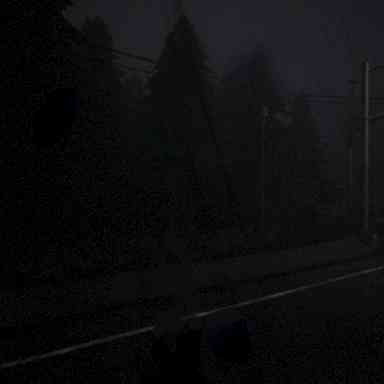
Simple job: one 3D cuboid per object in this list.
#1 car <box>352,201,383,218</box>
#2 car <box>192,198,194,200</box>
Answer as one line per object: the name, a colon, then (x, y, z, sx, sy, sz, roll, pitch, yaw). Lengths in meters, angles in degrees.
car: (17.573, 1.694, 33.222, 1.837, 1.490, 4.892, 0, 0, -5)
car: (-0.520, 1.811, 64.945, 4.718, 1.301, 1.895, 0, 0, 27)
